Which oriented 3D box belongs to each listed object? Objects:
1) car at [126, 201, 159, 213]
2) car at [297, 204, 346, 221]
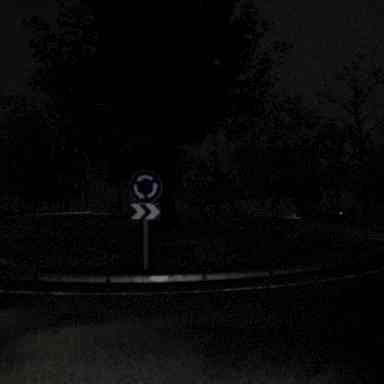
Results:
[{"bbox_3d":[-4.810,1.694,36.867,4.902,1.511,2.128,0,-1,-7],"label":"car"},{"bbox_3d":[11.428,1.755,29.508,1.994,1.385,4.181,0,0,-29],"label":"car"}]
